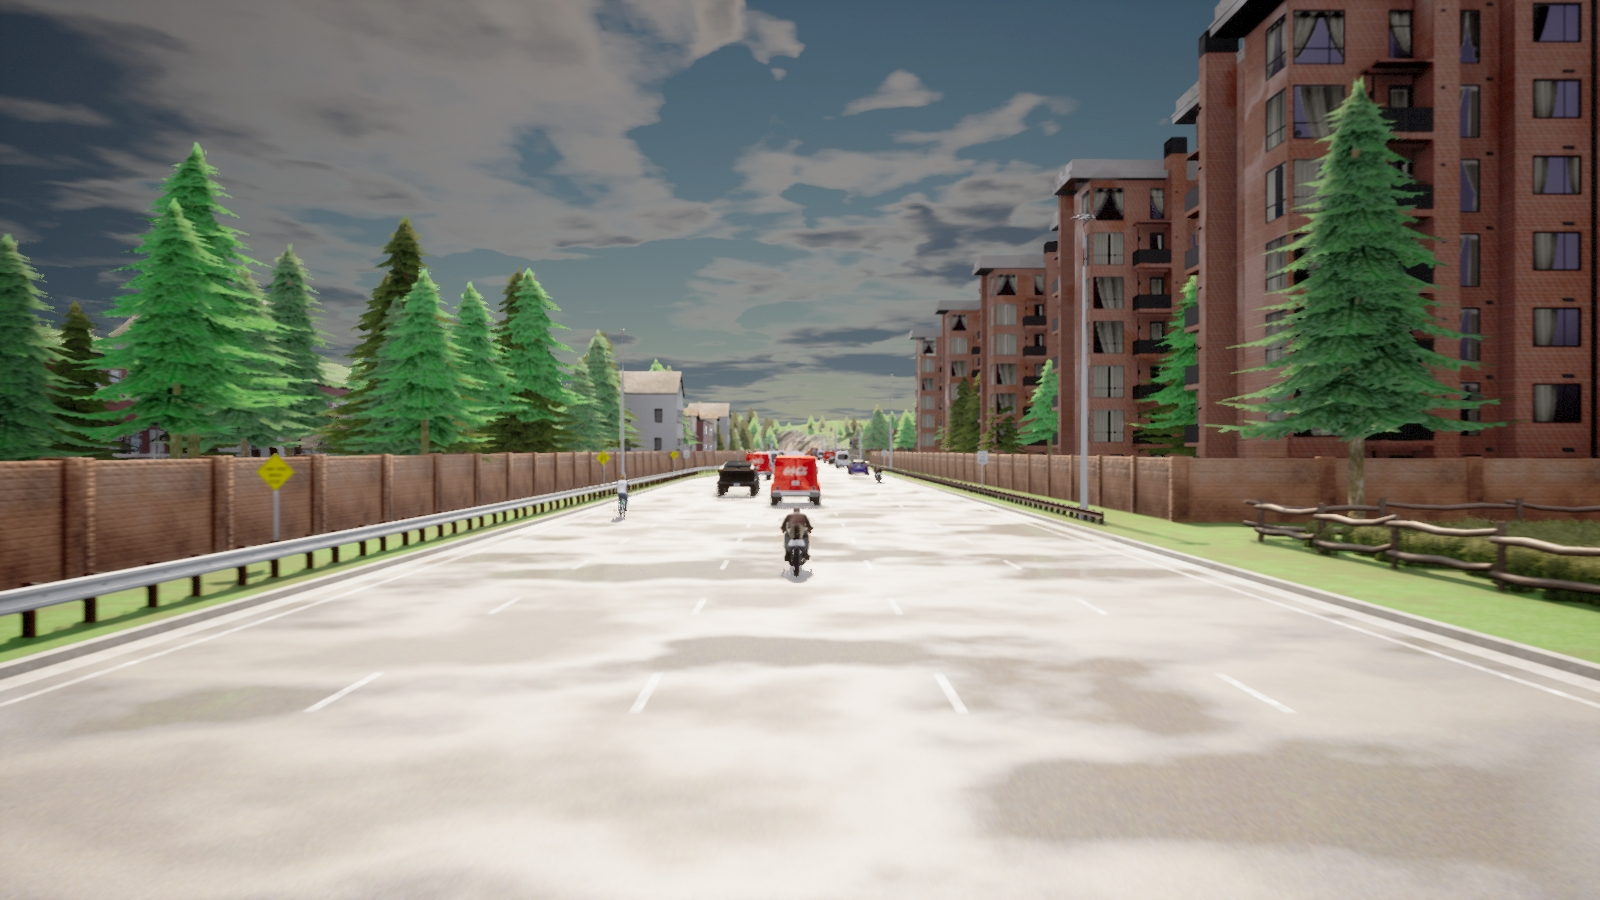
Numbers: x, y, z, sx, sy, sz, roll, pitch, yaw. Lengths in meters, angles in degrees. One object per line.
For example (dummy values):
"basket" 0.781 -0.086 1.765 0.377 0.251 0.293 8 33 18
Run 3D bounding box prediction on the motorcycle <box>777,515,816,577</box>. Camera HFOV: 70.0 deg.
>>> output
"motorcycle" -0.077 2.195 26.421 0.867 1.251 2.209 0 0 0

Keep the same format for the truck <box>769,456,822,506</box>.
"truck" -0.229 1.545 59.791 2.627 2.467 5.204 0 0 0

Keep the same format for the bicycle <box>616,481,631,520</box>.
"bicycle" -7.175 2.038 46.398 0.373 1.496 1.643 0 0 0

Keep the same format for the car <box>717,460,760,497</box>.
"car" -3.779 1.727 71.011 2.390 2.098 6.274 0 0 0
